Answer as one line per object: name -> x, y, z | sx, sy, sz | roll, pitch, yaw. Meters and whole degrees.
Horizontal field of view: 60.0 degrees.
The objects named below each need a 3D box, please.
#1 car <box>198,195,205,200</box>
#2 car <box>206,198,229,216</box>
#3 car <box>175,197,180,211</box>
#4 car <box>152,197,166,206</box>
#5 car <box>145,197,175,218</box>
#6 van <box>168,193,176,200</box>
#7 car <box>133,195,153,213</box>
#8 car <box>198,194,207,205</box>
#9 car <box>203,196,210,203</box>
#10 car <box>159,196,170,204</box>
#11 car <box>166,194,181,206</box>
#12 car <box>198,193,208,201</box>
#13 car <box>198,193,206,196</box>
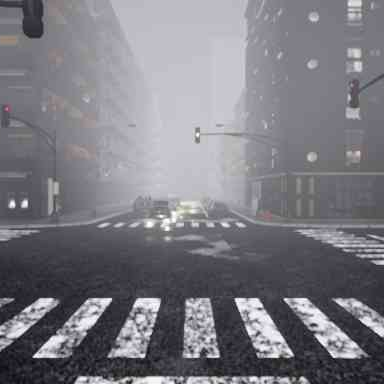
car -> 2.646, 1.469, 92.575 | 1.802, 1.307, 4.206 | -1, 0, 0
car -> 2.585, 1.548, 31.644 | 1.802, 1.307, 4.206 | -1, 0, 0
car -> -2.799, 1.557, 40.481 | 1.895, 1.301, 4.718 | 0, 0, 0
car -> -5.273, 1.522, 53.862 | 1.802, 1.307, 4.206 | -1, 0, 0
car -> -2.813, 1.473, 30.381 | 1.837, 1.490, 4.892 | 0, 0, 0
van -> -5.243, 1.236, 87.084 | 1.690, 1.788, 3.998 | -1, 0, 0
car -> -5.293, 1.275, 37.249 | 2.192, 1.841, 5.009 | -1, 0, 0
car -> 2.612, 1.478, 59.339 | 1.887, 1.381, 4.507 | -1, 0, 0
car -> 2.590, 1.510, 37.182 | 2.008, 1.369, 4.403 | -1, 0, 0
car -> -5.262, 1.508, 64.935 | 1.802, 1.307, 4.206 | -1, 0, 0
car -> -2.724, 1.491, 51.132 | 2.033, 1.411, 5.357 | 0, 0, 1
car -> 2.631, 1.219, 81.496 | 2.192, 1.841, 5.009 | -1, 0, 0
car -> 2.629, 1.493, 75.957 | 1.802, 1.307, 4.206 | -1, 0, 0
